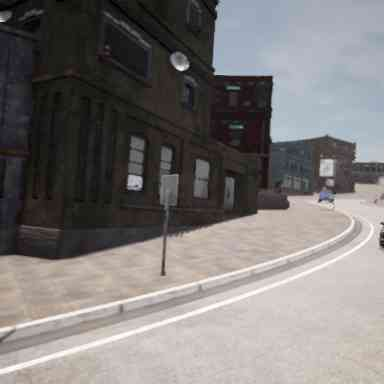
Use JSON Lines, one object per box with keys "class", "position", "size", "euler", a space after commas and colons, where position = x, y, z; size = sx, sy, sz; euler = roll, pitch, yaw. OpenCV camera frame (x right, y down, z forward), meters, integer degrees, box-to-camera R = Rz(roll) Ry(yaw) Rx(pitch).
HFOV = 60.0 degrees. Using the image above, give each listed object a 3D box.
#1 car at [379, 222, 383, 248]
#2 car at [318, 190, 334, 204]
{"class": "car", "position": [9.317, 1.541, 14.276], "size": [2.033, 1.411, 5.357], "euler": [1, 1, 35]}
{"class": "car", "position": [22.044, 0.755, 54.678], "size": [2.150, 2.045, 5.566], "euler": [2, 1, 19]}
